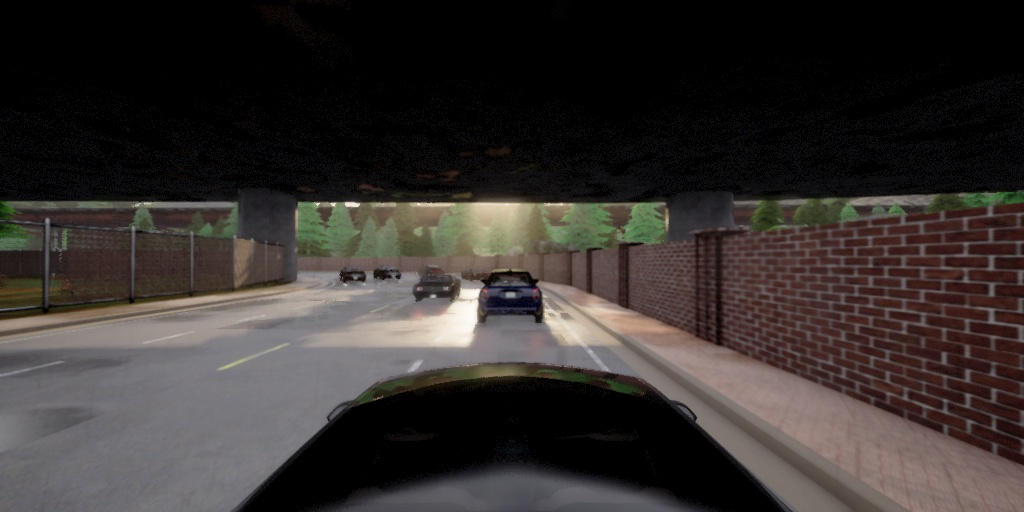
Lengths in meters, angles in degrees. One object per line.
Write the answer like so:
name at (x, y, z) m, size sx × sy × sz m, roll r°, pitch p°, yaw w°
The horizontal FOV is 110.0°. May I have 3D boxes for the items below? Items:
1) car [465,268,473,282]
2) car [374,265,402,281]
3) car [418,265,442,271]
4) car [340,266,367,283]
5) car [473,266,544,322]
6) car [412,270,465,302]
car at (-3.602, 1.760, 34.448) m, size 1.895 × 1.301 × 4.718 m, roll 0°, pitch -1°, yaw -22°
car at (-12.647, 1.681, 36.347) m, size 2.128 × 1.511 × 4.902 m, roll 1°, pitch -1°, yaw -34°
car at (-8.136, 1.684, 35.776) m, size 1.837 × 1.490 × 4.892 m, roll 1°, pitch -1°, yaw -27°
car at (-14.455, 1.636, 32.584) m, size 2.128 × 1.511 × 4.902 m, roll 1°, pitch -1°, yaw -29°
car at (-0.069, 1.243, 13.093) m, size 2.097 × 1.767 × 4.553 m, roll 0°, pitch -1°, yaw -1°
car at (-3.730, 1.563, 18.574) m, size 1.895 × 1.301 × 4.718 m, roll 0°, pitch -1°, yaw -3°
